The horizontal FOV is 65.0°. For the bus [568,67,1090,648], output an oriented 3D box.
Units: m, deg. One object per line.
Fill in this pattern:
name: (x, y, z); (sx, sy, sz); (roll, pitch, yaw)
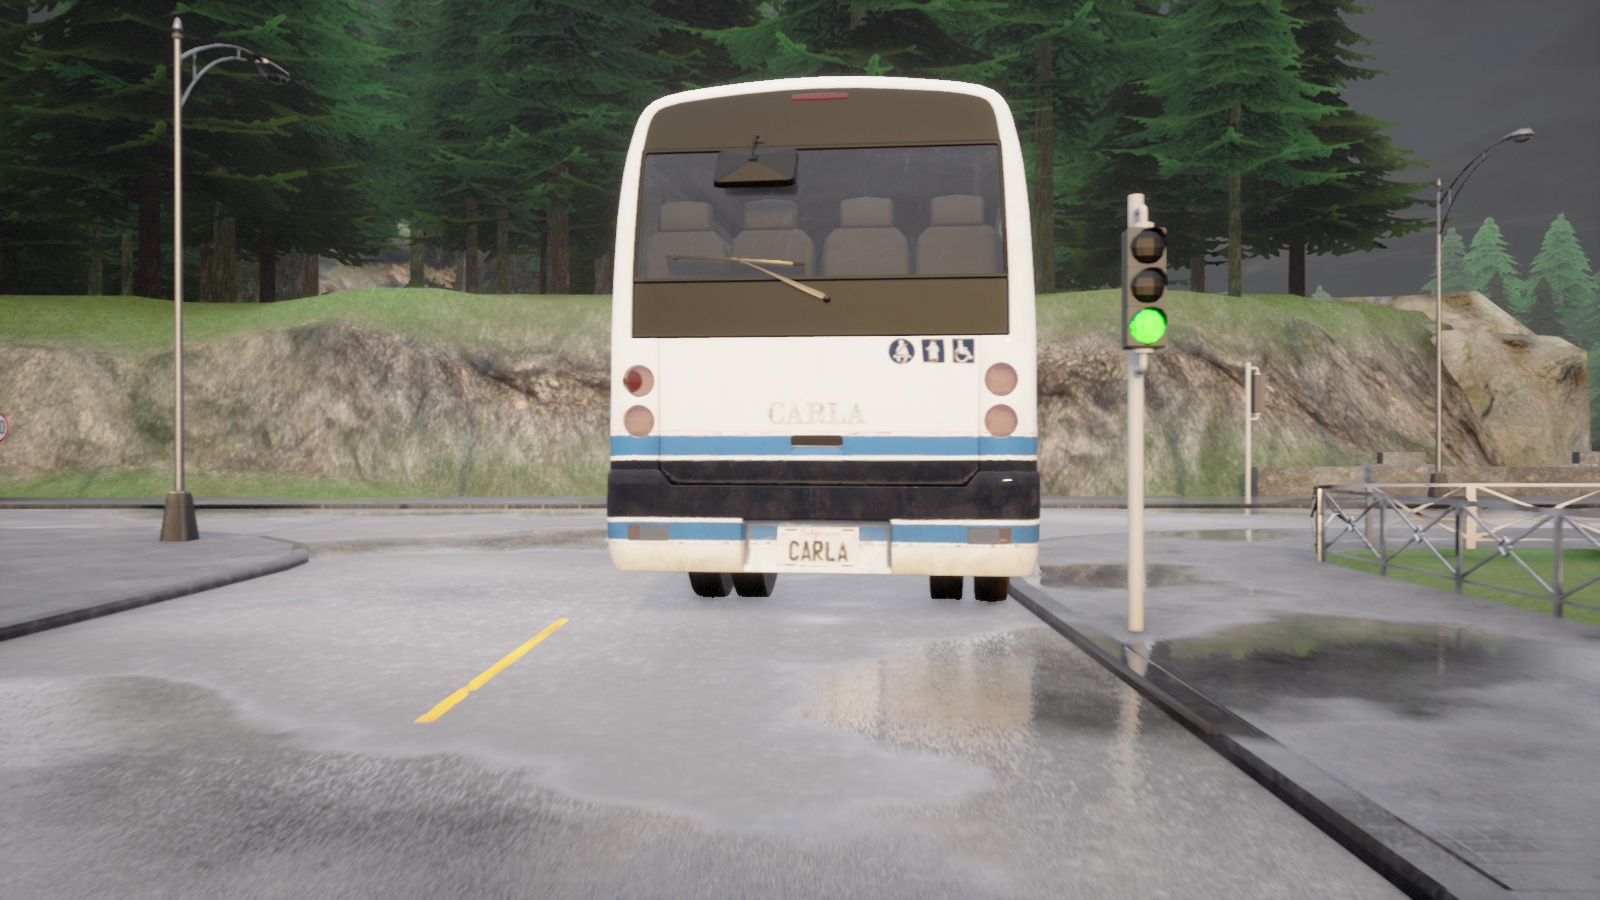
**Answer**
bus: (0.824, -0.711, 14.545); (3.944, 4.253, 10.273); (0, 0, 7)
